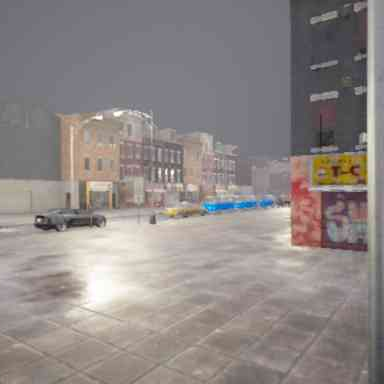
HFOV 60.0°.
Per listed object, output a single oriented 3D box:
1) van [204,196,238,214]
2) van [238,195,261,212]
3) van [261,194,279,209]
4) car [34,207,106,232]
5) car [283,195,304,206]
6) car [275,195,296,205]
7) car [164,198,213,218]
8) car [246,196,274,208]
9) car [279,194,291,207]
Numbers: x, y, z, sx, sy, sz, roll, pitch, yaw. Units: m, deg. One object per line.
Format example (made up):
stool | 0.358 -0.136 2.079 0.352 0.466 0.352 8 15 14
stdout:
van | 2.737 1.296 33.650 1.690 1.788 3.998 0 0 36
van | 6.032 1.281 38.253 1.690 1.788 3.998 0 0 36
van | 9.327 1.266 42.855 1.690 1.788 3.998 0 0 36
car | -7.147 1.569 19.844 1.947 1.339 4.313 0 0 36
car | 15.917 1.336 52.059 1.967 1.590 4.097 0 0 36
car | 16.022 1.381 56.638 1.882 1.535 5.008 0 0 35
car | -0.458 1.496 29.186 1.752 1.417 4.829 0 0 36
car | 9.955 1.421 48.147 2.128 1.511 4.902 0 0 36
car | 12.622 1.225 47.457 2.192 1.841 5.009 0 0 36
